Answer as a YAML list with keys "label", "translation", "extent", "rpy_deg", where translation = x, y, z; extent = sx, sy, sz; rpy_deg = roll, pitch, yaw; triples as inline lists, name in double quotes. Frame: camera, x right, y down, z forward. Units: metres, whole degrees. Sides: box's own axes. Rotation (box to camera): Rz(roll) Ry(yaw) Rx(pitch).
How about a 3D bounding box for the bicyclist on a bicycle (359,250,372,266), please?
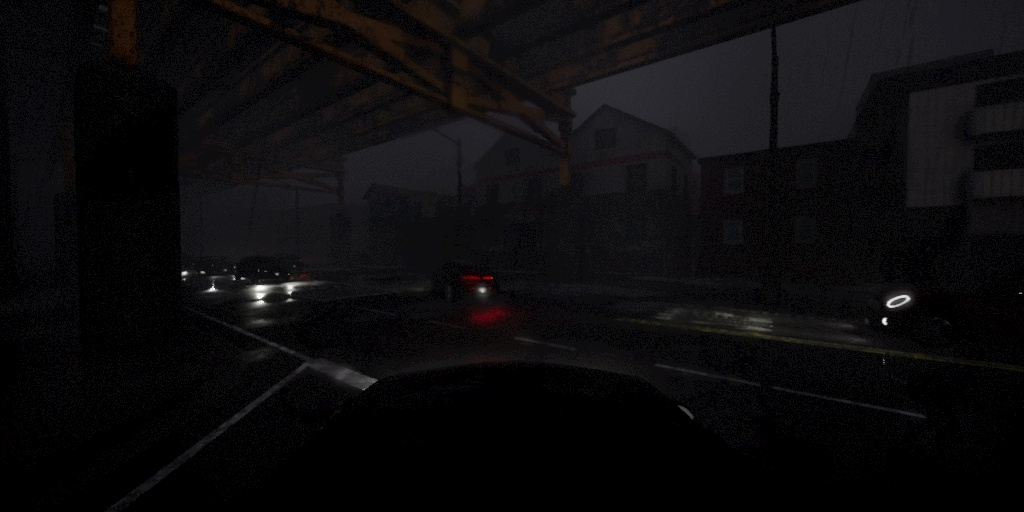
- label: "bicyclist on a bicycle"
  translation: [-14.376, 0.201, 34.945]
  extent: [0.582, 1.620, 1.656]
  rpy_deg: [1, 2, 37]

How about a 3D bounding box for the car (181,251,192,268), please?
- label: "car"
  translation: [-29.601, 0.512, 32.725]
  extent: [4.181, 1.385, 1.994]
  rpy_deg: [1, 2, 37]

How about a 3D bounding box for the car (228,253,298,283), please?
- label: "car"
  translation: [-15.222, 0.738, 21.784]
  extent: [4.892, 1.490, 1.837]
  rpy_deg: [1, 2, 38]

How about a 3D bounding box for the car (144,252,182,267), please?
- label: "car"
  translation: [-36.740, 0.322, 37.719]
  extent: [4.892, 1.490, 1.837]
  rpy_deg: [1, 2, 33]

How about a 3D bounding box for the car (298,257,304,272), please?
- label: "car"
  translation: [-18.692, 0.537, 29.081]
  extent: [4.902, 1.511, 2.128]
  rpy_deg: [1, 2, 37]

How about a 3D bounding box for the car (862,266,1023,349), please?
- label: "car"
  translation: [10.111, 0.970, 7.054]
  extent: [4.553, 1.767, 2.097]
  rpy_deg: [1, 2, 37]

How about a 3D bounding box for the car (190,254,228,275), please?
- label: "car"
  translation: [-22.565, 0.687, 27.410]
  extent: [4.718, 1.301, 1.895]
  rpy_deg: [1, 2, 38]

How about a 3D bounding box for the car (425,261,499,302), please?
- label: "car"
  translation: [-2.178, 0.918, 14.884]
  extent: [1.837, 1.490, 4.892]
  rpy_deg: [1, 1, -28]
